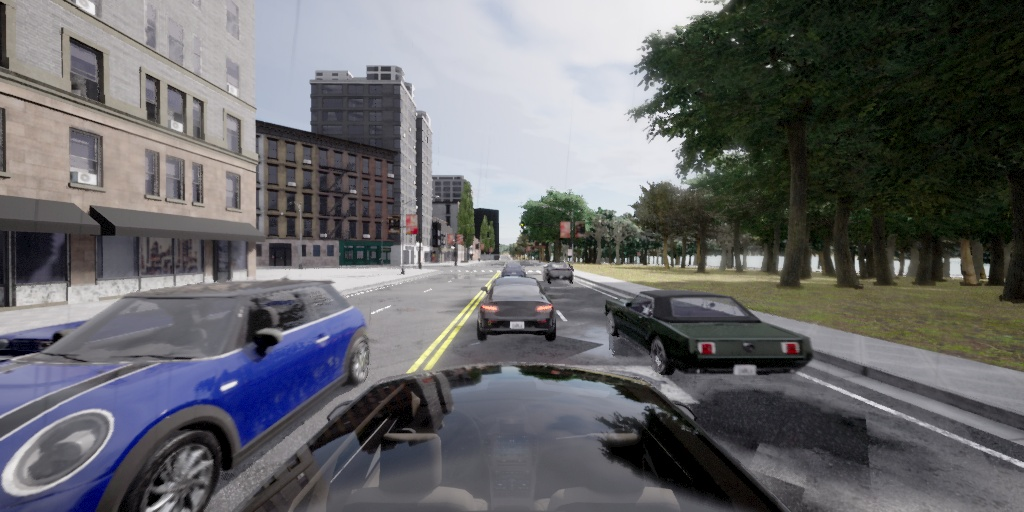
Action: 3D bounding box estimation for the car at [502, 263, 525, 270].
[{"bbox_3d":[0.147,1.301,29.692,1.994,1.385,4.181,0,0,0],"label":"car"}]

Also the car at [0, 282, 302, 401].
[{"bbox_3d":[-6.591,1.349,7.292,1.895,1.301,4.718,0,0,0],"label":"car"}]

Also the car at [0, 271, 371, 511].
[{"bbox_3d":[-3.348,1.101,3.920,2.097,1.767,4.553,0,0,0],"label":"car"}]

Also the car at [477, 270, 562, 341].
[{"bbox_3d":[0.105,1.274,9.778,1.812,1.442,4.674,0,0,0],"label":"car"}]

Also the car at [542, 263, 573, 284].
[{"bbox_3d":[3.395,1.230,26.966,2.128,1.511,4.902,0,0,0],"label":"car"}]

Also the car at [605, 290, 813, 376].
[{"bbox_3d":[3.355,1.350,7.384,1.895,1.301,4.718,0,0,0],"label":"car"}]
